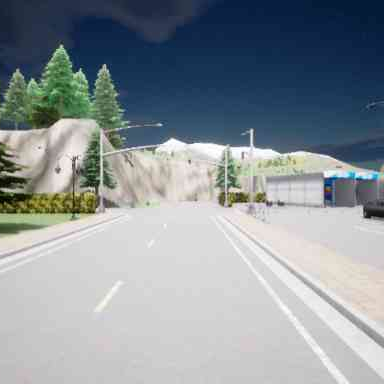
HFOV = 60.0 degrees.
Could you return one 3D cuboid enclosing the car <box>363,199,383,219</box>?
[{"bbox_3d":[14.203,1.308,24.074,2.007,1.523,4.514,0,0,0],"label":"car"}]
